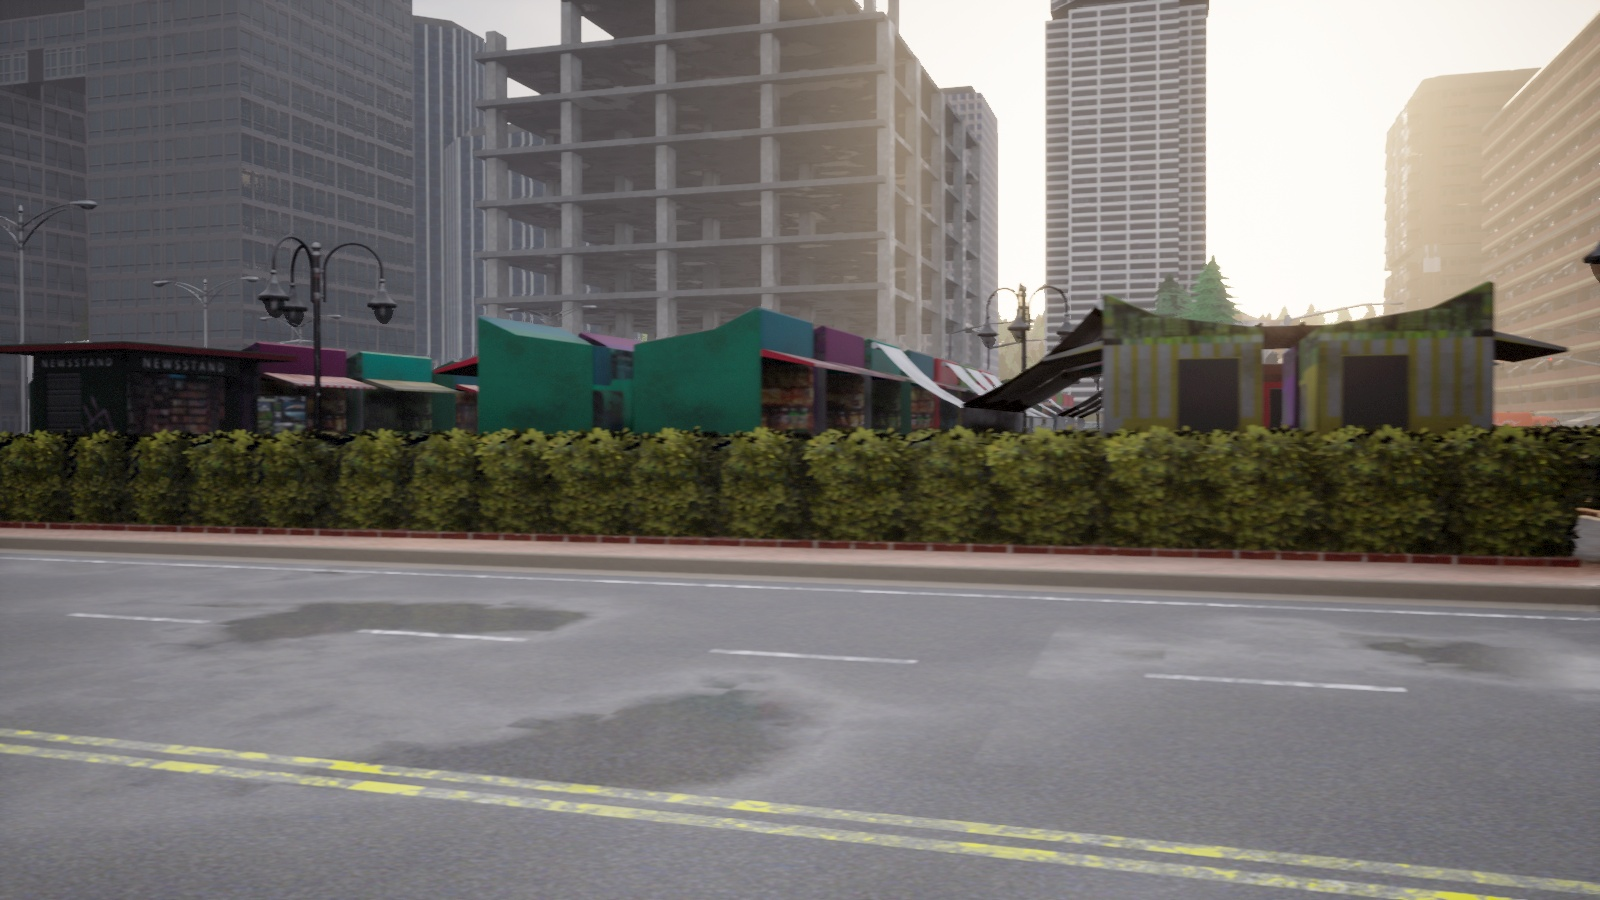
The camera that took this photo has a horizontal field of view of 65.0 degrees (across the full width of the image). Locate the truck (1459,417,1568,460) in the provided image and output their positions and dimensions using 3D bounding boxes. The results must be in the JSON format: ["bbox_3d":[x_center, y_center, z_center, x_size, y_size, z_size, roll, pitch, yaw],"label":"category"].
[{"bbox_3d":[42.384,-0.709,74.749,5.204,2.467,2.627,0,1,17],"label":"truck"}]
